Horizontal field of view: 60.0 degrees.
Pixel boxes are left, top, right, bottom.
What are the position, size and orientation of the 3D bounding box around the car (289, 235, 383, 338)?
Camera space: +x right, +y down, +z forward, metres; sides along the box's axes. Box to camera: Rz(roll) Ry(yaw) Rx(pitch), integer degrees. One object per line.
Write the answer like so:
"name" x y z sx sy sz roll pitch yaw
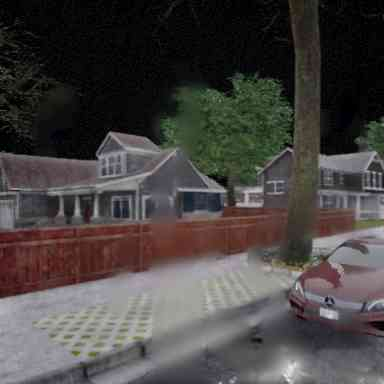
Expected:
"car" 3.829 1.659 6.797 4.674 1.442 1.812 1 -2 -43
